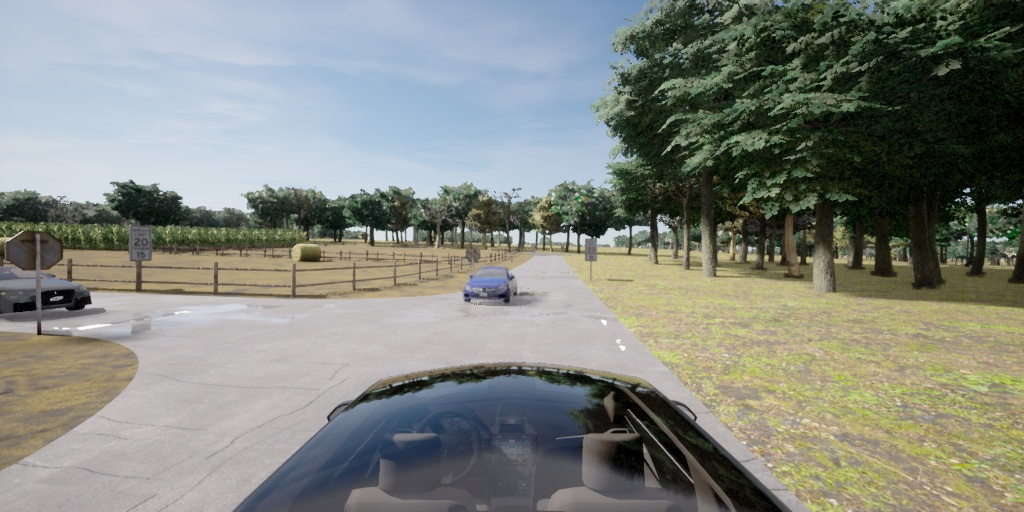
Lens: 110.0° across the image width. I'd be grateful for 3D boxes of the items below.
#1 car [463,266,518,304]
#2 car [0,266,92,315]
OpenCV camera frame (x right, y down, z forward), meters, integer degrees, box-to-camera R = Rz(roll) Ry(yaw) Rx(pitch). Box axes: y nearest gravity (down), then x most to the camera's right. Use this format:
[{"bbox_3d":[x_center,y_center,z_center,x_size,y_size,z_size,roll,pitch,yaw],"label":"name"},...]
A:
[{"bbox_3d":[-0.808,1.187,15.823,1.812,1.442,4.674,0,0,7],"label":"car"},{"bbox_3d":[-15.079,1.009,10.536,4.181,1.385,1.994,1,0,6],"label":"car"}]
